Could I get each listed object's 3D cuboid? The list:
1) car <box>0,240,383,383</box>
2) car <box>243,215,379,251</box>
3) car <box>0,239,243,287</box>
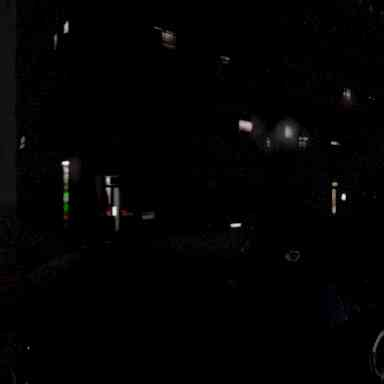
[{"bbox_3d":[0.612,1.579,3.816,4.718,1.301,1.895,-1,0,-36],"label":"car"},{"bbox_3d":[3.128,1.379,8.783,4.097,1.590,1.967,-1,1,-35],"label":"car"},{"bbox_3d":[-1.503,1.530,5.480,4.507,1.381,1.887,-1,1,-35],"label":"car"}]
